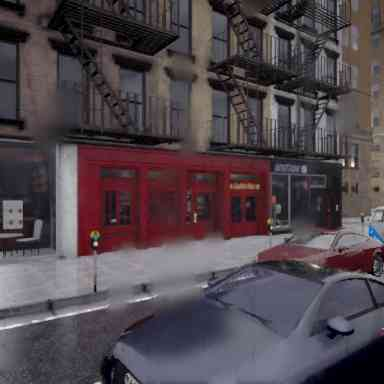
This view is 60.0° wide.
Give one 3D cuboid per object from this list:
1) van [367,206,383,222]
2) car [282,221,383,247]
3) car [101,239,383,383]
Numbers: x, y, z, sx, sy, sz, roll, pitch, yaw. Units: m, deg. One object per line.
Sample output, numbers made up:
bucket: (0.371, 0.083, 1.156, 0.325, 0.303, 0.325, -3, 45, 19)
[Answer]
van: (7.832, 1.340, 11.747, 3.998, 1.788, 1.690, 0, 0, -35)
car: (3.424, 1.581, 8.618, 4.206, 1.307, 1.802, 0, 0, -35)
car: (1.127, 1.564, 3.855, 4.181, 1.385, 1.994, 0, 0, -35)
